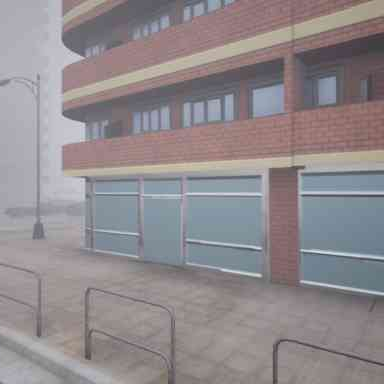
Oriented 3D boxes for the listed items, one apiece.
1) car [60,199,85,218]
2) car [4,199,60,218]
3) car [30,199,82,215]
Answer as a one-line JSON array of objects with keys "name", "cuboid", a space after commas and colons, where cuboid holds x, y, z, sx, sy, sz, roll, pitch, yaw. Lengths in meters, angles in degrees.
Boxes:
[{"name": "car", "cuboid": [-9.121, 1.477, 30.536, 1.882, 1.535, 5.008, 0, 0, 36]}, {"name": "car", "cuboid": [-14.121, 1.601, 29.910, 1.895, 1.301, 4.718, 0, 0, 36]}, {"name": "car", "cuboid": [-14.405, 1.505, 35.446, 1.837, 1.490, 4.892, 0, 0, 36]}]
